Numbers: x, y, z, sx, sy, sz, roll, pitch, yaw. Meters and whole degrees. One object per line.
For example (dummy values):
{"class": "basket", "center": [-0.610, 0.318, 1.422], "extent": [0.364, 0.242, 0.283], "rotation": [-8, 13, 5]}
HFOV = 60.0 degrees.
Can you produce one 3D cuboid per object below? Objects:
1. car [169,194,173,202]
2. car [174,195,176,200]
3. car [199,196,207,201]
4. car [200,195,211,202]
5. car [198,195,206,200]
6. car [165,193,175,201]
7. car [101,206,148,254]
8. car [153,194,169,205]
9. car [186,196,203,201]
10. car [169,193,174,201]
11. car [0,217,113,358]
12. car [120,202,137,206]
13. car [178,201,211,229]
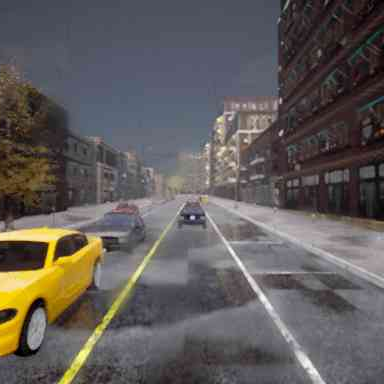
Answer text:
{"class": "car", "center": [-5.671, 1.561, 69.343], "extent": [1.947, 1.339, 4.313], "rotation": [1, 0, 0]}
{"class": "car", "center": [-5.669, 1.562, 80.715], "extent": [1.947, 1.339, 4.313], "rotation": [1, 0, 0]}
{"class": "car", "center": [2.710, 1.578, 80.775], "extent": [1.802, 1.307, 4.206], "rotation": [1, 0, 0]}
{"class": "car", "center": [2.709, 1.519, 63.885], "extent": [1.752, 1.417, 4.829], "rotation": [1, 0, 0]}
{"class": "car", "center": [2.712, 1.542, 92.149], "extent": [1.887, 1.381, 4.507], "rotation": [1, 0, 0]}
{"class": "car", "center": [-5.664, 1.312, 86.402], "extent": [2.192, 1.841, 5.009], "rotation": [1, 0, 0]}
{"class": "car", "center": [-2.999, 1.545, 13.790], "extent": [2.033, 1.411, 5.357], "rotation": [0, 0, 0]}
{"class": "car", "center": [-5.669, 1.434, 57.968], "extent": [1.967, 1.590, 4.097], "rotation": [1, 0, 0]}
{"class": "car", "center": [0.097, 1.558, 44.696], "extent": [1.994, 1.385, 4.181], "rotation": [0, 0, 0]}
{"class": "car", "center": [-5.668, 1.435, 75.029], "extent": [1.967, 1.590, 4.097], "rotation": [1, 0, 0]}
{"class": "car", "center": [-3.087, 1.477, 6.250], "extent": [1.882, 1.535, 5.008], "rotation": [0, 0, 0]}
{"class": "car", "center": [-5.674, 1.578, 29.535], "extent": [1.802, 1.307, 4.206], "rotation": [1, 0, 0]}
{"class": "car", "center": [0.044, 1.544, 21.823], "extent": [2.033, 1.411, 5.357], "rotation": [0, 0, 1]}
